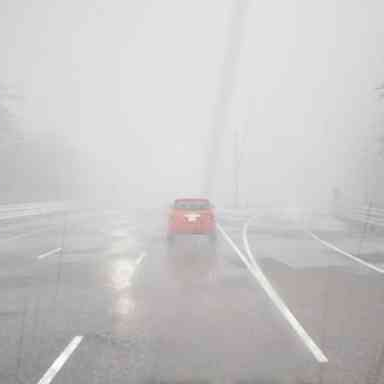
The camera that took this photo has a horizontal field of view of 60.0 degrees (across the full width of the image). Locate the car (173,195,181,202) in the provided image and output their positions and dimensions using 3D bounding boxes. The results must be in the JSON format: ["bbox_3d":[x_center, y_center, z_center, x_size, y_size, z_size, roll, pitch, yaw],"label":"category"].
[{"bbox_3d":[-3.504,1.597,78.345,1.882,1.535,5.008,0,0,0],"label":"car"}]

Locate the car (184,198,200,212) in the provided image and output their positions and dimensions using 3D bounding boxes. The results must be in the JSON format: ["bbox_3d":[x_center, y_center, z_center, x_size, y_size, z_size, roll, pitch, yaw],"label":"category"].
[{"bbox_3d":[-0.004,1.507,40.901,1.882,1.535,5.008,0,0,0],"label":"car"}]

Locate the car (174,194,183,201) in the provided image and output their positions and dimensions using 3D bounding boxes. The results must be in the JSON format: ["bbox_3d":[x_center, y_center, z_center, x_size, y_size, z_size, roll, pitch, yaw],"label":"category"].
[{"bbox_3d":[-3.505,1.346,88.739,2.097,1.767,4.553,0,0,0],"label":"car"}]

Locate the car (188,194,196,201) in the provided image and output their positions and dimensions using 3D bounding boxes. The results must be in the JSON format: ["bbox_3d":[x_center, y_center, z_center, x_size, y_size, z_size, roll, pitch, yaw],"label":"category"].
[{"bbox_3d":[-0.006,1.365,89.154,2.097,1.767,4.553,0,0,0],"label":"car"}]

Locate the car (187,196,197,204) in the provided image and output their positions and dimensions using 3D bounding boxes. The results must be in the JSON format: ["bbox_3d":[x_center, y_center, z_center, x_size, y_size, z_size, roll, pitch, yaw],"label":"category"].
[{"bbox_3d":[-0.006,1.619,68.022,1.812,1.442,4.674,0,0,0],"label":"car"}]

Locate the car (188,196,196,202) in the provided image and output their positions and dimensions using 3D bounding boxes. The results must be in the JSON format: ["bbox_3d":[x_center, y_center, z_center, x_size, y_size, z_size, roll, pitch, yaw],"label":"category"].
[{"bbox_3d":[-0.004,1.654,80.426,1.812,1.442,4.674,0,0,0],"label":"car"}]

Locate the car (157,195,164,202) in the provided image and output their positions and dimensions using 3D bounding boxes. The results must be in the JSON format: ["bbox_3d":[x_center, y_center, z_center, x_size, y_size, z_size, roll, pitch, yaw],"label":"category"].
[{"bbox_3d":[-7.004,1.476,78.732,2.097,1.767,4.553,0,0,0],"label":"car"}]

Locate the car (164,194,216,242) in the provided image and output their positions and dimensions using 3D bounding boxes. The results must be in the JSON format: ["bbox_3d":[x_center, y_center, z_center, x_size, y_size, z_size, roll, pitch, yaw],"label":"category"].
[{"bbox_3d":[-0.001,1.234,16.682,2.150,2.045,5.566,0,0,0],"label":"car"}]

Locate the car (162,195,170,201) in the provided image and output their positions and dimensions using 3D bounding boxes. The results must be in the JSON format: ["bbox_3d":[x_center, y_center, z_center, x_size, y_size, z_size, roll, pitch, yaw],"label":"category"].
[{"bbox_3d":[-7.005,1.515,88.768,1.812,1.442,4.674,0,0,0],"label":"car"}]
